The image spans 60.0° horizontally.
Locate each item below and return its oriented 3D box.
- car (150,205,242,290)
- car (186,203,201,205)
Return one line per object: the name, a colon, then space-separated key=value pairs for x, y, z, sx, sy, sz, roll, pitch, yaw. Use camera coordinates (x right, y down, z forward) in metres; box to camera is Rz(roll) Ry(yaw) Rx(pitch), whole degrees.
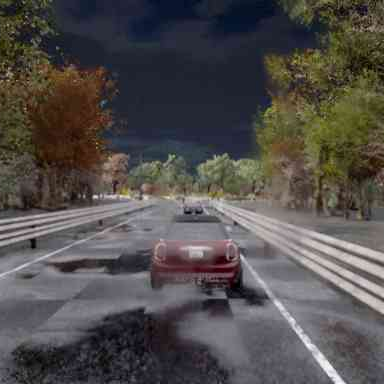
car: x=0.100 y=1.402 z=9.416 sx=2.097 sy=1.767 sz=4.553 roll=0 pitch=0 yaw=0
car: x=0.141 y=1.782 z=34.710 sx=1.895 sy=1.301 sz=4.718 roll=0 pitch=0 yaw=0
